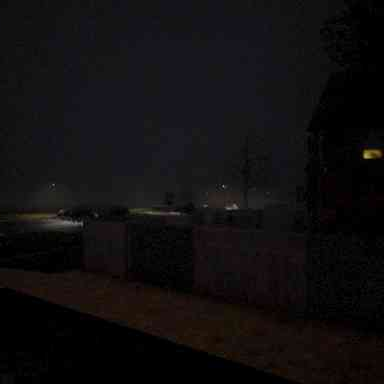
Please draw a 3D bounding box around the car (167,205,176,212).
[{"bbox_3d":[-1.503,2.447,52.039,2.033,1.411,5.357,1,-1,19],"label":"car"}]

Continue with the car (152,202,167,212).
[{"bbox_3d":[-4.610,2.306,52.998,1.882,1.535,5.008,1,-1,19],"label":"car"}]

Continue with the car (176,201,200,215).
[{"bbox_3d":[-0.012,2.182,46.319,2.097,1.767,4.553,1,-1,20],"label":"car"}]

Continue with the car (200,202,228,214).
[{"bbox_3d":[3.081,2.356,45.323,1.882,1.535,5.008,1,-1,20],"label":"car"}]

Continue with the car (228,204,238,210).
[{"bbox_3d":[6.275,2.649,54.702,1.895,1.301,4.718,1,-1,19],"label":"car"}]

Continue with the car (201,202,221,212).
[{"bbox_3d":[3.190,2.494,55.719,2.128,1.511,4.902,1,-1,19],"label":"car"}]

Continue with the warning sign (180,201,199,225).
[{"bbox_3d":[-0.188,1.734,27.933,1.300,1.860,1.060,2,1,20],"label":"warning sign"}]

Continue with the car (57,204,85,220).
[{"bbox_3d":[-11.556,1.990,33.916,1.812,1.442,4.674,1,-1,20],"label":"car"}]

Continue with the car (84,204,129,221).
[{"bbox_3d":[-8.178,2.019,33.679,2.128,1.511,4.902,1,-1,20],"label":"car"}]
